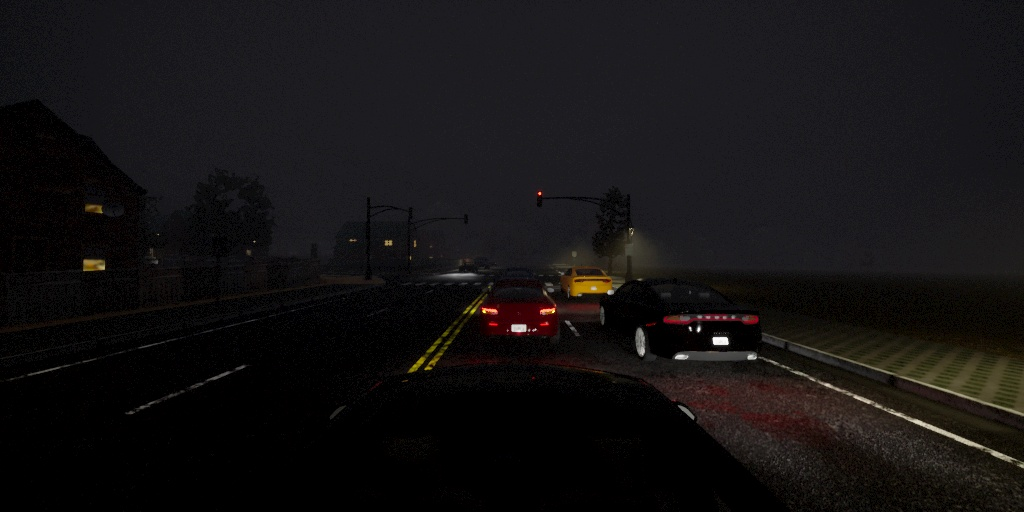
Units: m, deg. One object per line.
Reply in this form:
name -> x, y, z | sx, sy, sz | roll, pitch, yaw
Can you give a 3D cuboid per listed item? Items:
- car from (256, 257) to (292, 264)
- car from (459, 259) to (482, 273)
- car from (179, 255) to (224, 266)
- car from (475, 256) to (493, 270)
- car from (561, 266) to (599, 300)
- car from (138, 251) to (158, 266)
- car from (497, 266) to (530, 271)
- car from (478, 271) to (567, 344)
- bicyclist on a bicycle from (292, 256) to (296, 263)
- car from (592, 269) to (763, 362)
car -> -21.062, 0.910, 32.951 | 5.008, 1.535, 1.882 | 1, -1, 16
car -> -5.468, 1.418, 45.605 | 1.895, 1.301, 4.718 | 0, 0, 3
car -> -30.849, 0.875, 35.665 | 4.718, 1.301, 1.895 | 1, -1, 16
car -> -4.833, 1.064, 56.914 | 2.150, 2.045, 5.566 | 0, 0, 4
car -> 3.532, 1.239, 17.759 | 1.882, 1.535, 5.008 | 0, 0, 1
car -> -40.929, 0.332, 38.479 | 5.566, 2.045, 2.150 | 1, -1, 16
car -> 0.281, 1.289, 18.572 | 1.812, 1.442, 4.674 | 0, 0, 0
car -> 0.162, 1.280, 9.465 | 1.812, 1.442, 4.674 | 0, 0, 1
bicyclist on a bicycle -> -24.252, 0.780, 39.925 | 0.582, 1.620, 1.656 | 1, -1, 15
car -> 3.402, 1.231, 8.291 | 1.882, 1.535, 5.008 | 0, 0, 0
